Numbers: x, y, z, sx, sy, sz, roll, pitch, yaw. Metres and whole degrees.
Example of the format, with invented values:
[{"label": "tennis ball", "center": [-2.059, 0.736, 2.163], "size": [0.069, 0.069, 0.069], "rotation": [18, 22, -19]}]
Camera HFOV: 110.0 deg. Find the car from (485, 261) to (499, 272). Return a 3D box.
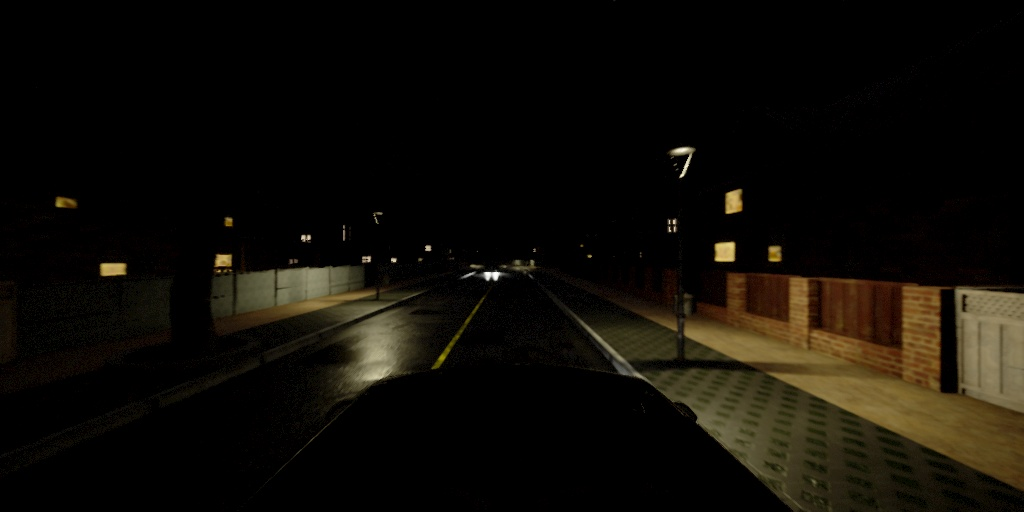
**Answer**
[{"label": "car", "center": [-2.705, 1.411, 49.653], "size": [2.128, 1.511, 4.902], "rotation": [0, 0, 0]}]
